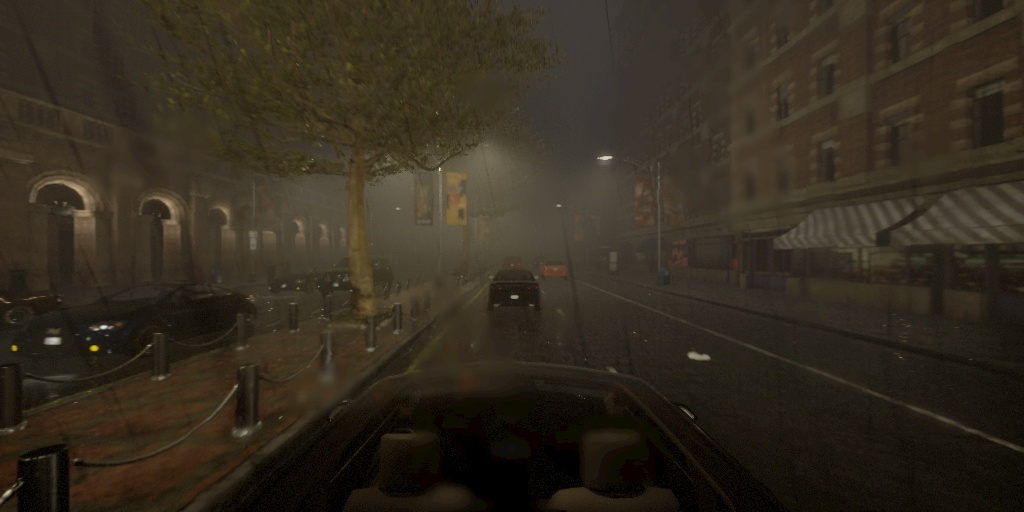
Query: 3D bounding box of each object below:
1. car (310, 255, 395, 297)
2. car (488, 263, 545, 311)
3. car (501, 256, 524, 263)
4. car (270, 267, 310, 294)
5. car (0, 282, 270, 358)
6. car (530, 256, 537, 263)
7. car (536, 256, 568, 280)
[{"bbox_3d":[-8.103,0.976,19.290,2.150,2.045,5.566,0,0,0],"label":"car"},{"bbox_3d":[0.087,1.228,14.533,1.882,1.535,5.008,0,0,0],"label":"car"},{"bbox_3d":[0.041,0.972,37.811,2.150,2.045,5.566,0,0,0],"label":"car"},{"bbox_3d":[-11.526,1.320,20.112,1.994,1.385,4.181,0,0,0],"label":"car"},{"bbox_3d":[-8.104,1.318,8.324,1.994,1.385,4.181,0,0,0],"label":"car"},{"bbox_3d":[3.546,0.972,45.830,2.150,2.045,5.566,0,0,1],"label":"car"},{"bbox_3d":[3.500,1.101,31.097,2.097,1.767,4.553,0,0,0],"label":"car"}]
